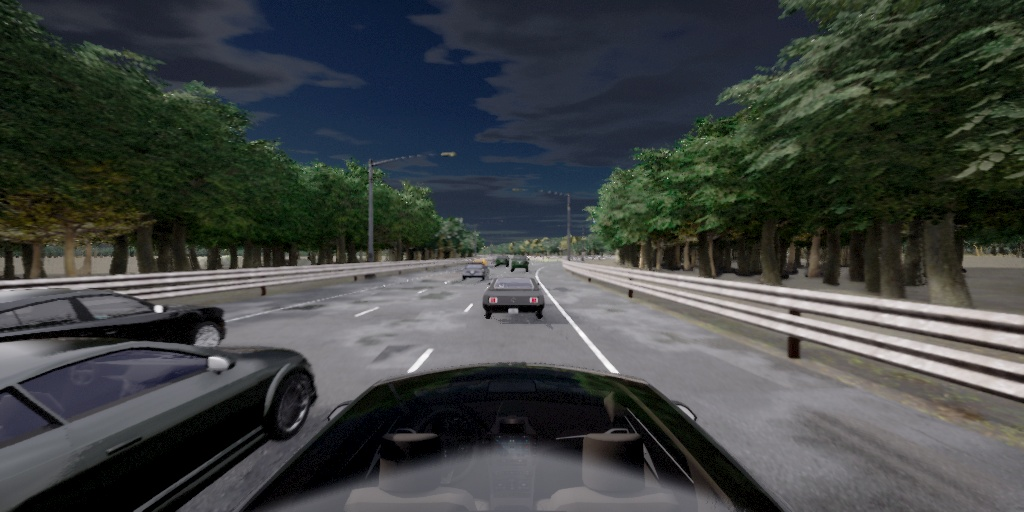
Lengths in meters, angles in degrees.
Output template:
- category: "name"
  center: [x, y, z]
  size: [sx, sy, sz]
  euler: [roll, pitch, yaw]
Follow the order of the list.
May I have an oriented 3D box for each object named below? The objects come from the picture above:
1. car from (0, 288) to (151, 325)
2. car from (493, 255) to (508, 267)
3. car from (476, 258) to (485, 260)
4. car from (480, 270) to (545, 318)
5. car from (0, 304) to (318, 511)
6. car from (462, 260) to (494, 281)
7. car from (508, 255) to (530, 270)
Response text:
- category: "car"
  center: [-6.909, 1.224, 5.425]
  size: [1.882, 1.535, 5.008]
  euler: [0, 0, 0]
- category: "car"
  center: [-1.532, 0.875, 62.731]
  size: [2.150, 2.045, 5.566]
  euler: [0, 0, 3]
- category: "car"
  center: [-5.207, 1.138, 59.652]
  size: [1.882, 1.535, 5.008]
  euler: [0, 0, 3]
- category: "car"
  center: [0.076, 1.349, 12.928]
  size: [1.895, 1.301, 4.718]
  euler: [0, 0, 1]
- category: "car"
  center: [-3.392, 1.313, 2.722]
  size: [1.994, 1.385, 4.181]
  euler: [0, 0, 0]
- category: "car"
  center: [-2.980, 1.284, 30.111]
  size: [2.033, 1.411, 5.357]
  euler: [0, 0, 2]
- category: "car"
  center: [1.080, 0.931, 46.945]
  size: [2.150, 2.045, 5.566]
  euler: [0, 0, 3]
